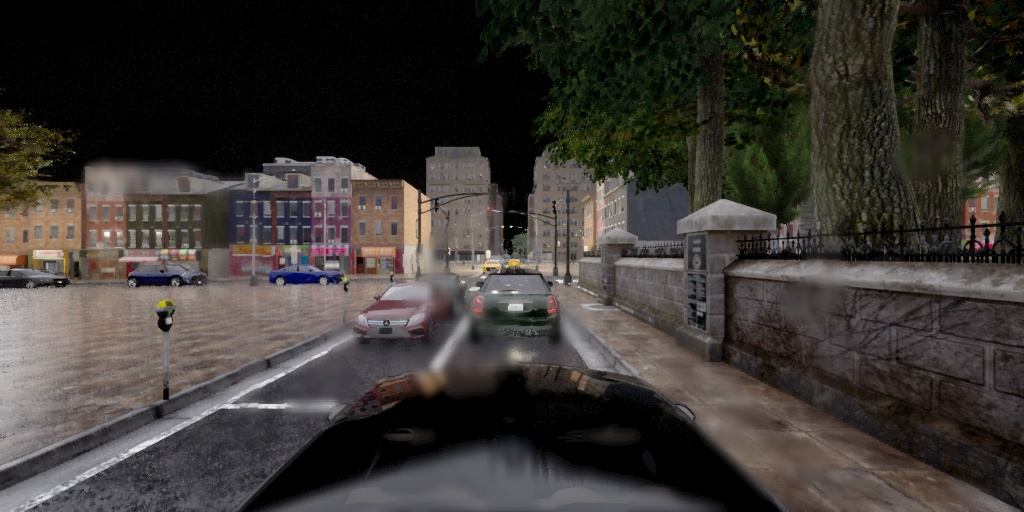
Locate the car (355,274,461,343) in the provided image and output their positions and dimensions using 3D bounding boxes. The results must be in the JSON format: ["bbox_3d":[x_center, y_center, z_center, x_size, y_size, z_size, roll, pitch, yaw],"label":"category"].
[{"bbox_3d":[-2.638,1.332,9.600,1.802,1.307,4.207,0,0,0],"label":"car"}]

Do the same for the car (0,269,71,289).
[{"bbox_3d":[-35.319,1.697,26.103,4.892,1.490,1.837,-1,0,0],"label":"car"}]

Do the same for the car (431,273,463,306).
[{"bbox_3d":[-2.638,1.315,13.262,1.948,1.339,4.313,0,0,0],"label":"car"}]

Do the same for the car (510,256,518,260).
[{"bbox_3d":[0.389,1.215,63.853,1.882,1.535,5.008,0,0,0],"label":"car"}]

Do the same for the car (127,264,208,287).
[{"bbox_3d":[-24.965,1.378,26.128,4.553,1.767,2.097,-1,0,0],"label":"car"}]

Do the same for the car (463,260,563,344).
[{"bbox_3d":[0.074,1.102,9.714,2.097,1.767,4.553,0,0,0],"label":"car"}]

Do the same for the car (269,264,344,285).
[{"bbox_3d":[-14.888,1.373,26.160,5.008,1.535,1.882,-1,0,0],"label":"car"}]

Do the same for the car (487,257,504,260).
[{"bbox_3d":[-2.275,1.220,41.529,1.882,1.535,5.008,0,0,1],"label":"car"}]
